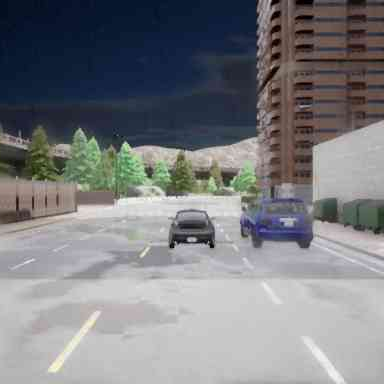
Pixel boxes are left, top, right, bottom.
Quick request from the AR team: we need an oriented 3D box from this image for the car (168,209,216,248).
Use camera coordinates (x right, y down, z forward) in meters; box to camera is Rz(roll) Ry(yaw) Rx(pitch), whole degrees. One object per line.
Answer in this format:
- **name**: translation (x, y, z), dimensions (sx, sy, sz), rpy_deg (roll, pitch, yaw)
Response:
- **car**: translation (0.000, 1.513, 14.650), dimensions (1.837, 1.490, 4.892), rpy_deg (0, 0, 0)

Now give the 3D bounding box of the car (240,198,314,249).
- **car**: translation (3.500, 1.255, 14.680), dimensions (2.150, 2.045, 5.566), rpy_deg (0, 0, 0)
